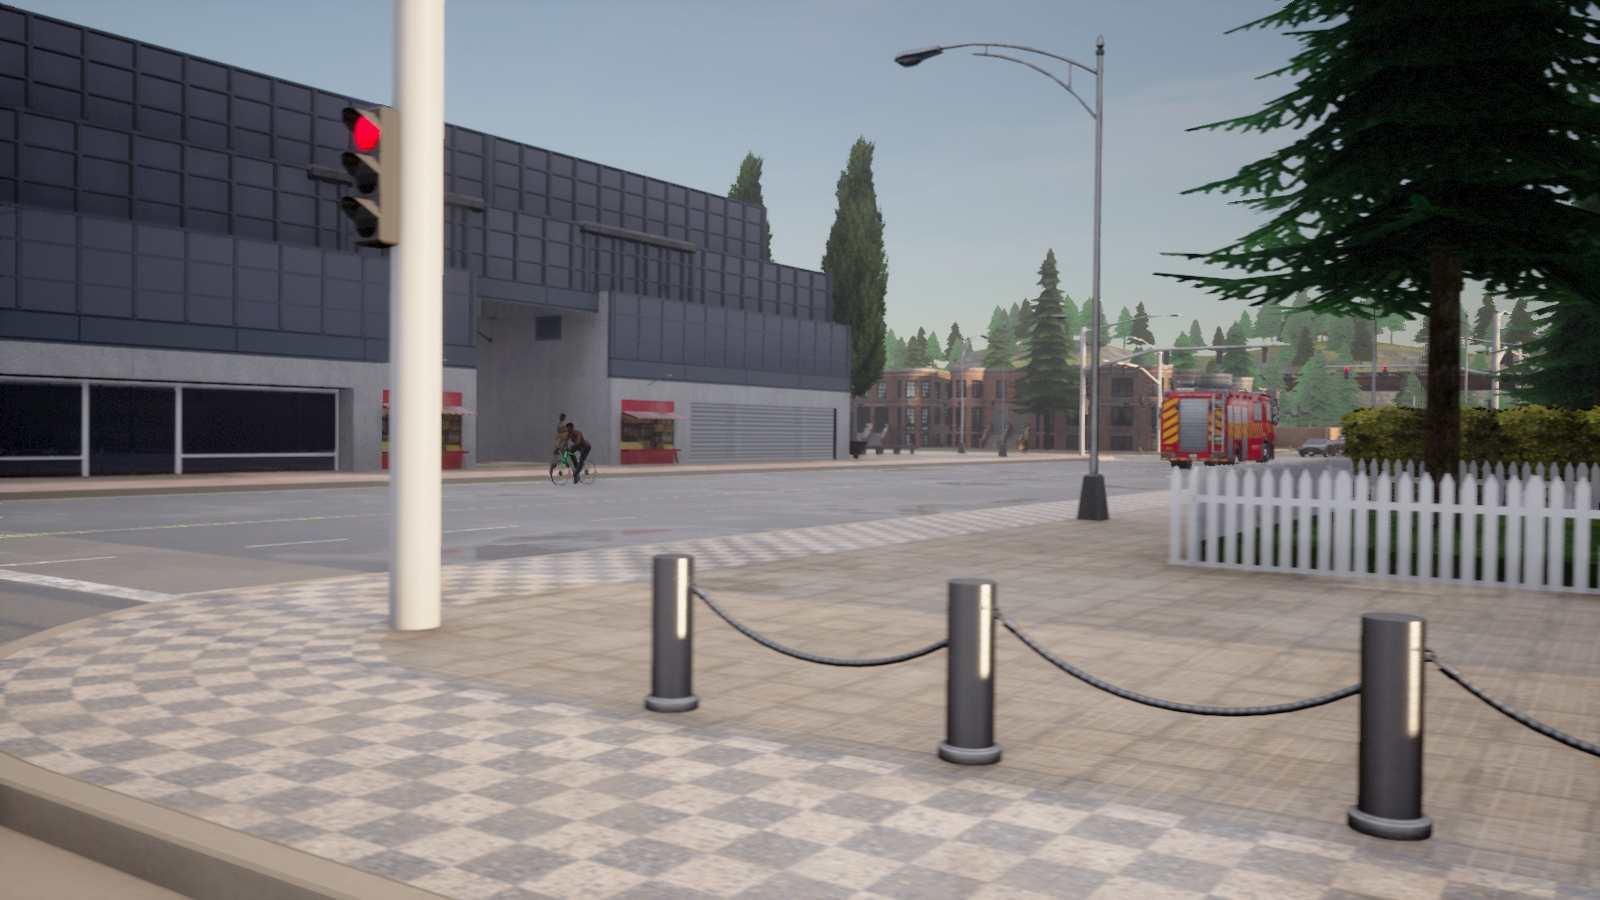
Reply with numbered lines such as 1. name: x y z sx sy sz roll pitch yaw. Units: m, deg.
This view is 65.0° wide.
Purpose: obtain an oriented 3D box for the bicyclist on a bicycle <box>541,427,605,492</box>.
1. bicyclist on a bicycle: -5.783 0.218 32.063 0.582 1.620 1.656 0 1 34

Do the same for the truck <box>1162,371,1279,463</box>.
1. truck: 19.110 -1.435 56.701 2.891 3.827 8.468 0 1 34

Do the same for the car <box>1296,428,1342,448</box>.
1. car: 37.375 -0.860 90.335 2.033 1.411 5.357 0 1 34

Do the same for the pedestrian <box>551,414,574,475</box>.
1. pedestrian: -7.594 -0.192 40.221 0.396 1.930 0.692 0 1 21
